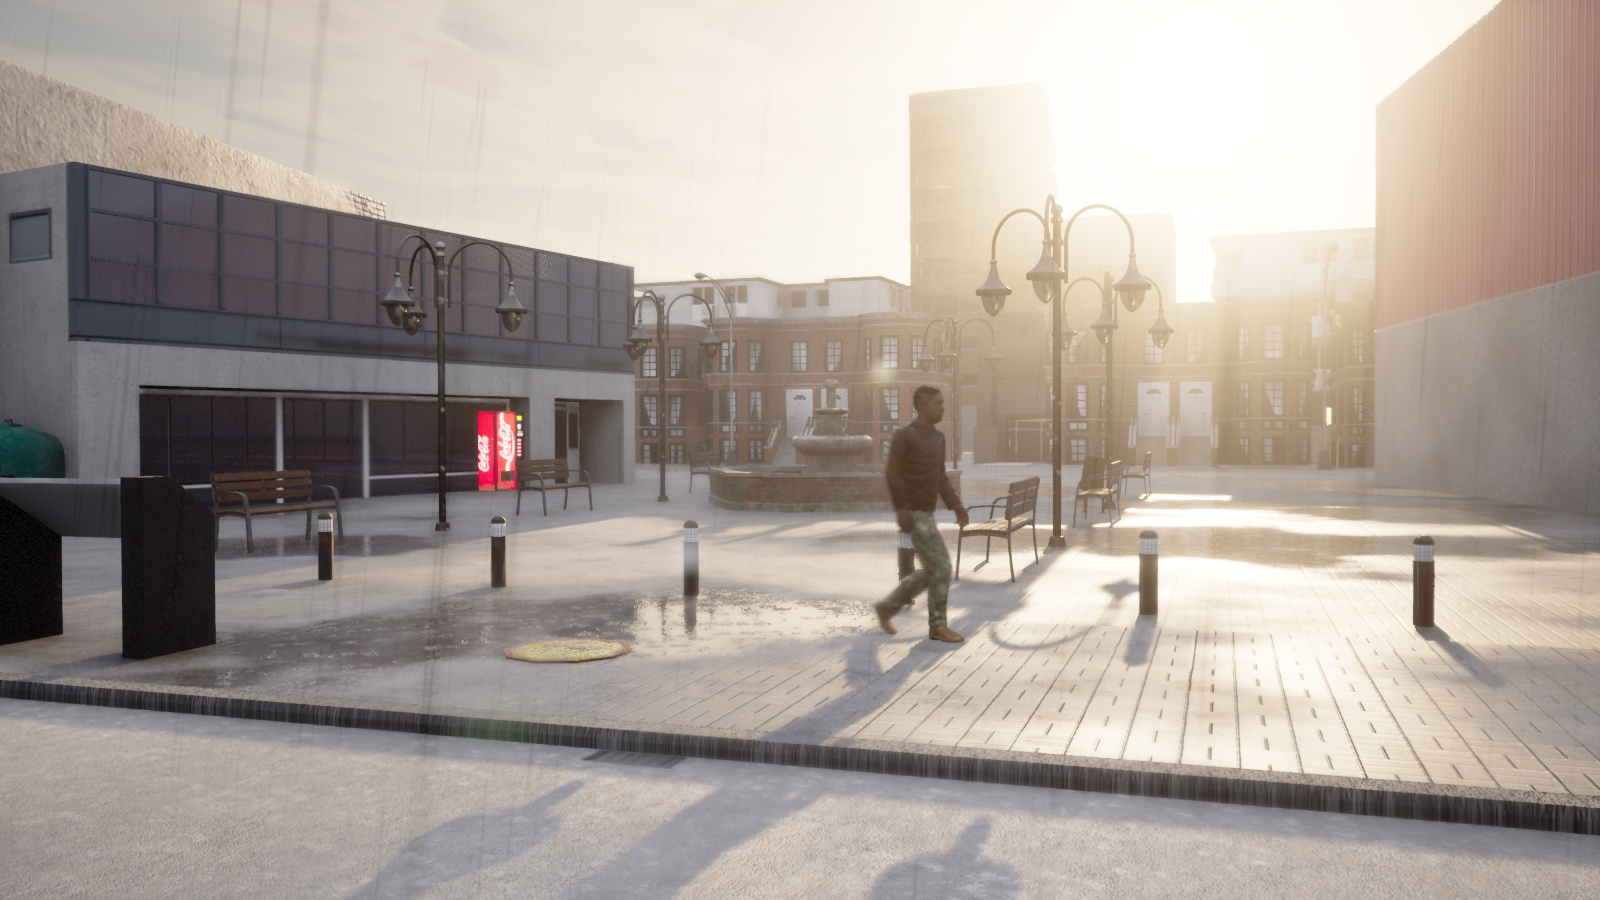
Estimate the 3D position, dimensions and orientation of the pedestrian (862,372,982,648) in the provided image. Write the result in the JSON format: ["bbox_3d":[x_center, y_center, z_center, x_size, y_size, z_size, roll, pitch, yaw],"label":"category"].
[{"bbox_3d":[0.847,0.395,8.740,0.703,1.840,0.431,1,1,32],"label":"pedestrian"}]
